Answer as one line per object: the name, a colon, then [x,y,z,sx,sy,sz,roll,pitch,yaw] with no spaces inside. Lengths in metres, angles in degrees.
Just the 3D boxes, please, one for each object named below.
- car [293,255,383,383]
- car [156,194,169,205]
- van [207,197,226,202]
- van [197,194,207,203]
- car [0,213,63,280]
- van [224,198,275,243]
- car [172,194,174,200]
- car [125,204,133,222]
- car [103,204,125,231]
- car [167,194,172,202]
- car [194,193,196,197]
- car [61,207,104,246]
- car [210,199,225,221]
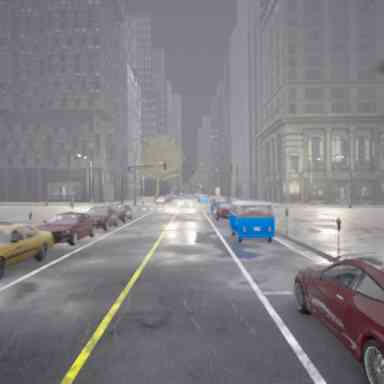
car: [2.768,1.557,4.721,1.802,1.307,4.206,0,0,0]
car: [-6.062,1.670,64.720,1.752,1.417,4.829,0,0,0]
van: [2.638,1.345,32.346,1.690,1.788,3.998,0,0,0]
van: [2.440,1.405,70.330,1.690,1.788,3.998,0,0,0]
car: [-5.805,1.597,10.052,1.752,1.417,4.829,0,0,0]
van: [2.715,1.327,15.771,1.690,1.788,3.998,0,0,0]
car: [-6.135,1.491,80.760,2.192,1.841,5.009,0,0,0]
car: [-5.890,1.633,26.797,1.887,1.381,4.507,0,0,0]
car: [-5.862,1.627,21.272,1.887,1.381,4.507,0,0,0]
car: [-6.108,1.710,75.470,1.887,1.381,4.507,0,0,0]
car: [2.338,1.660,91.982,2.008,1.369,4.403,0,0,0]
car: [-5.834,1.622,15.747,1.887,1.381,4.507,0,0,0]
car: [2.665,1.542,26.820,1.887,1.381,4.507,0,0,0]
